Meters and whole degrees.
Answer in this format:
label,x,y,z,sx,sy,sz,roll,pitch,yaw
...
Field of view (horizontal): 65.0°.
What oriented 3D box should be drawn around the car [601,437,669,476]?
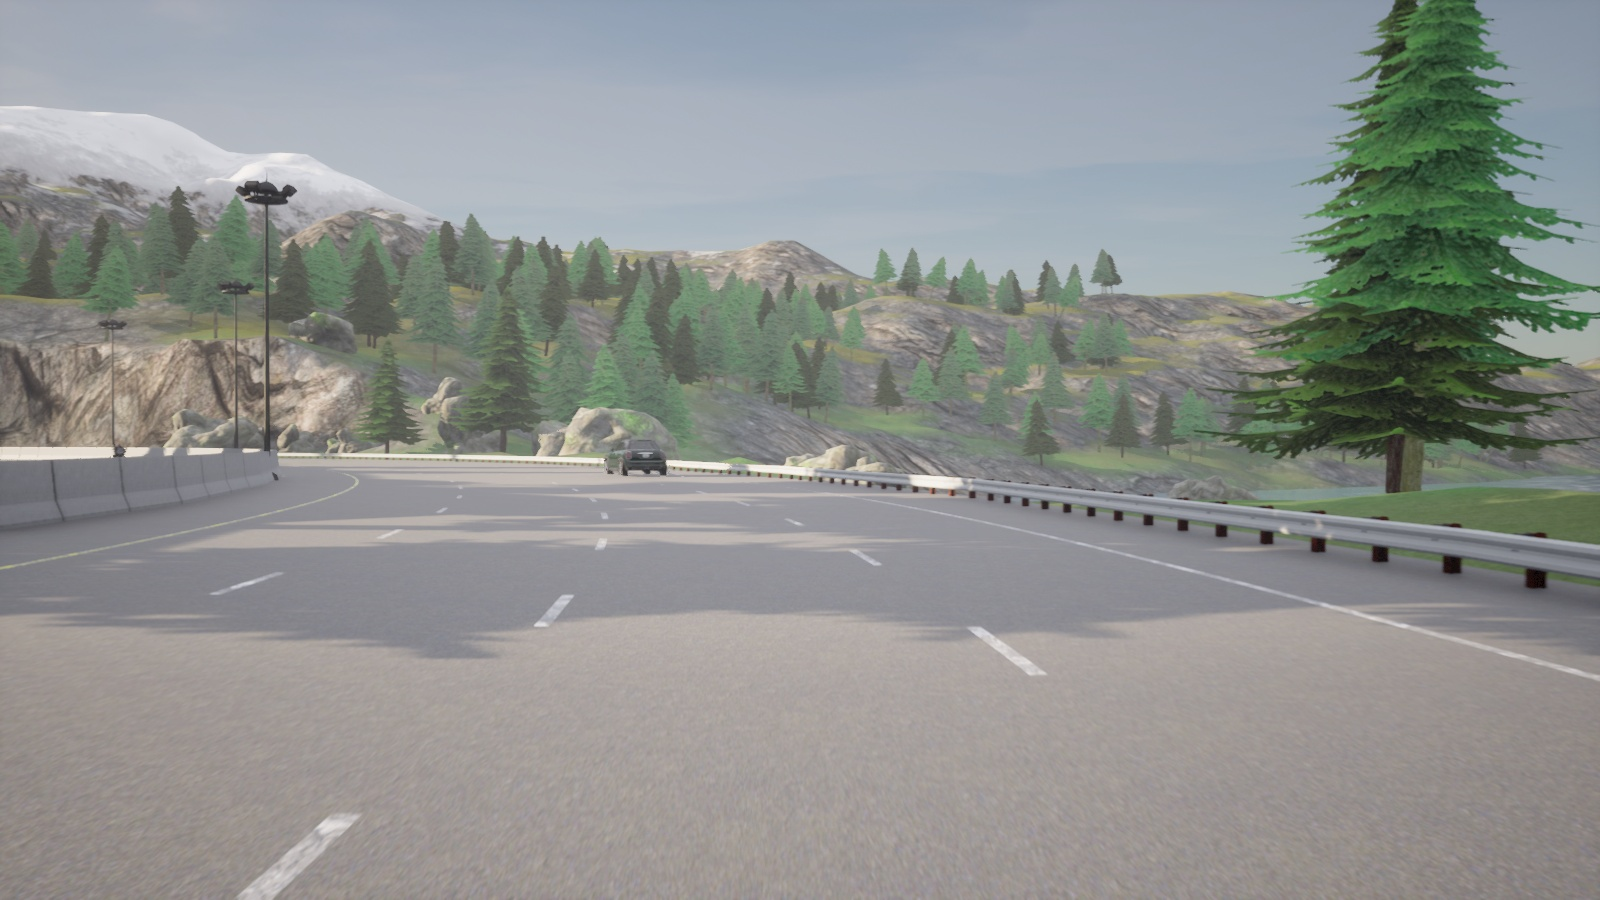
label,x,y,z,sx,sy,sz,roll,pitch,yaw
car,-7.736,0.272,58.450,2.097,1.767,4.553,0,0,-21
